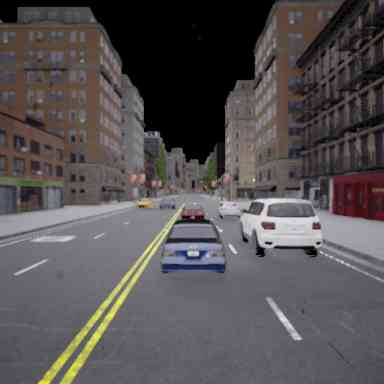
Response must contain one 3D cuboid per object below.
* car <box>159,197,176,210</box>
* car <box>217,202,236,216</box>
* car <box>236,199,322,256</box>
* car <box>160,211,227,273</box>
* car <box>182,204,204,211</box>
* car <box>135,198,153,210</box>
[{"bbox_3d":[-3.306,1.496,45.933,2.097,1.767,4.553,0,0,0],"label":"car"},{"bbox_3d":[3.354,1.621,30.547,1.812,1.442,4.674,0,0,0],"label":"car"},{"bbox_3d":[3.325,1.265,13.404,2.150,2.045,5.566,0,0,0],"label":"car"},{"bbox_3d":[0.054,1.581,10.777,2.033,1.411,5.357,0,0,1],"label":"car"},{"bbox_3d":[0.086,1.689,28.093,1.895,1.301,4.718,0,0,1],"label":"car"},{"bbox_3d":[-6.556,1.622,45.886,1.882,1.535,5.008,0,0,0],"label":"car"}]
